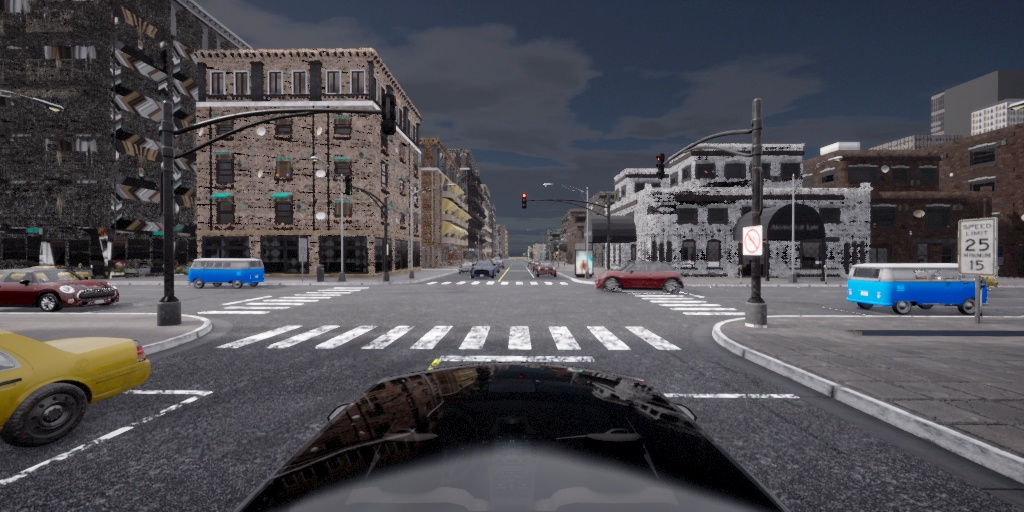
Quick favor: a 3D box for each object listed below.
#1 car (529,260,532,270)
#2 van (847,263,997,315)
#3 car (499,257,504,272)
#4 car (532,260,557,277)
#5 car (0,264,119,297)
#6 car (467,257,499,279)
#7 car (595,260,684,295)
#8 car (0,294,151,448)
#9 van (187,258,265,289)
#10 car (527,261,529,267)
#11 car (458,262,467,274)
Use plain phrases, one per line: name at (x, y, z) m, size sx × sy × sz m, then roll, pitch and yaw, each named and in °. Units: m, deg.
car at (3.447, 1.347, 46.511) m, size 1.802 × 1.307 × 4.207 m, roll 0°, pitch 0°, yaw 1°
van at (14.849, 1.156, 13.218) m, size 3.998 × 1.789 × 1.690 m, roll 0°, pitch 0°, yaw 1°
car at (-2.400, 1.253, 43.061) m, size 2.128 × 1.511 × 4.902 m, roll 0°, pitch 0°, yaw 1°
car at (3.254, 1.195, 35.119) m, size 1.967 × 1.591 × 4.097 m, roll 0°, pitch 0°, yaw 1°
car at (-17.528, 1.190, 13.527) m, size 4.097 × 1.591 × 1.967 m, roll 0°, pitch 0°, yaw 1°
car at (-2.569, 1.106, 33.154) m, size 2.097 × 1.767 × 4.553 m, roll 0°, pitch 0°, yaw 1°
car at (6.948, 1.100, 19.896) m, size 4.553 × 1.767 × 2.097 m, roll 0°, pitch 0°, yaw 12°
car at (-5.680, 1.275, 2.629) m, size 1.751 × 1.417 × 4.829 m, roll 0°, pitch 0°, yaw 1°
van at (-17.429, 1.030, 21.907) m, size 3.998 × 1.789 × 1.690 m, roll 0°, pitch 0°, yaw 1°
car at (3.544, 1.321, 52.207) m, size 2.007 × 1.370 × 4.403 m, roll 0°, pitch 0°, yaw 1°
car at (-5.029, 1.311, 40.945) m, size 2.007 × 1.370 × 4.403 m, roll 0°, pitch 0°, yaw 1°
